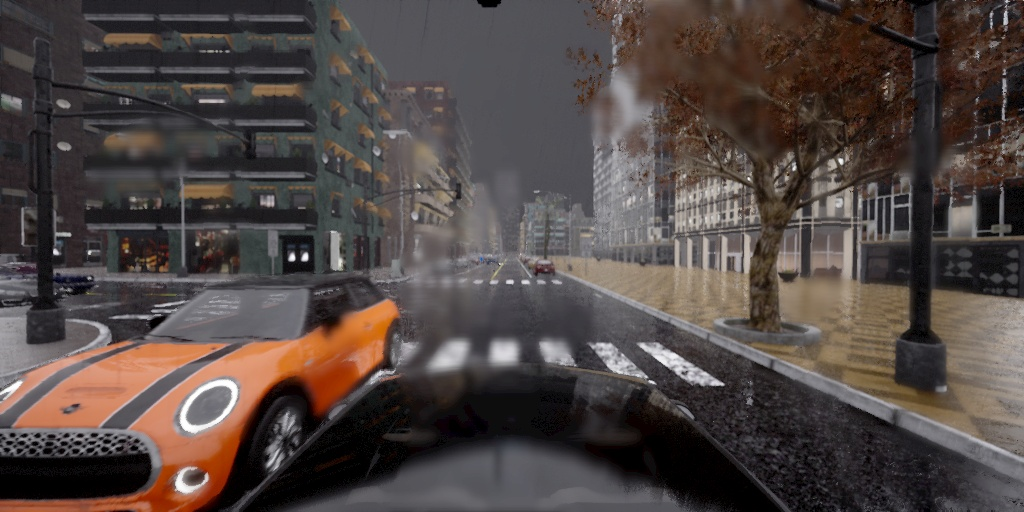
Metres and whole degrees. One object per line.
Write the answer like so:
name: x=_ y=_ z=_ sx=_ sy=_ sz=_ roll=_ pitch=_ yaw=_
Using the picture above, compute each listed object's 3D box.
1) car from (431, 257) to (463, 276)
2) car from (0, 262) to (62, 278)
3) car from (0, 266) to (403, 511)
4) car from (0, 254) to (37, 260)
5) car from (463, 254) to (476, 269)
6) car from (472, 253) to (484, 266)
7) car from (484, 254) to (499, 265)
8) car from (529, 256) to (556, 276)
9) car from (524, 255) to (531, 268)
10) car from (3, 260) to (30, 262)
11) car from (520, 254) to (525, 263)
car: x=-5.674 y=0.939 z=30.343 sx=2.007 sy=1.370 sz=4.403 roll=0 pitch=0 yaw=0
car: x=-16.430 y=0.970 z=10.932 sx=4.403 sy=1.370 sz=2.007 roll=0 pitch=0 yaw=-1
car: x=-2.999 y=1.064 z=4.494 sx=2.097 sy=1.767 sz=4.553 roll=0 pitch=1 yaw=0
car: x=-27.612 y=0.605 z=19.203 sx=4.097 sy=1.591 sz=1.967 roll=0 pitch=0 yaw=-1
car: x=-5.668 y=0.805 z=41.408 sx=2.007 sy=1.370 sz=4.403 roll=0 pitch=0 yaw=0
car: x=-5.662 y=0.563 z=52.472 sx=1.967 sy=1.591 sz=4.097 roll=0 pitch=0 yaw=0
car: x=-2.971 y=0.618 z=54.930 sx=2.033 sy=1.411 sz=5.357 roll=0 pitch=1 yaw=0
car: x=2.706 y=0.934 z=30.338 sx=1.888 sy=1.381 sz=4.507 roll=0 pitch=0 yaw=0
car: x=2.712 y=0.780 z=41.573 sx=1.751 sy=1.417 sz=4.829 roll=0 pitch=0 yaw=0
car: x=-18.887 y=0.955 z=13.488 sx=4.718 sy=1.301 sz=1.895 roll=1 pitch=1 yaw=-1
car: x=2.721 y=0.641 z=57.999 sx=1.802 sy=1.307 sz=4.207 roll=0 pitch=0 yaw=0
